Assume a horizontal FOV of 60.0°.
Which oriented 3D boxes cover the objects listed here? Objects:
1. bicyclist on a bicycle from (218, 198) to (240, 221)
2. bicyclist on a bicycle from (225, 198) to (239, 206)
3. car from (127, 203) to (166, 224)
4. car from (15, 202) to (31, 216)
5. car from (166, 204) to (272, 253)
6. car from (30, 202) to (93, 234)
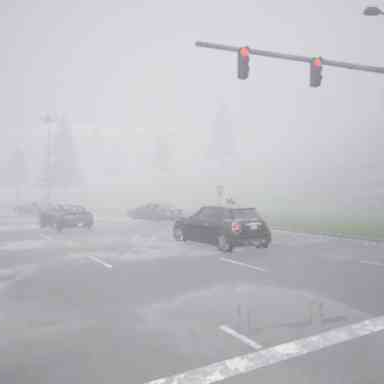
[{"bbox_3d":[2.727,1.267,24.578,1.656,1.620,0.582,0,0,-38],"label":"bicyclist on a bicycle"},{"bbox_3d":[3.000,1.267,24.226,1.656,1.620,0.582,0,0,-38],"label":"bicyclist on a bicycle"},{"bbox_3d":[-2.794,1.512,24.883,2.033,1.411,5.357,0,0,-42],"label":"car"},{"bbox_3d":[-14.410,1.559,30.771,4.718,1.301,1.895,0,0,35],"label":"car"},{"bbox_3d":[1.083,1.331,13.976,2.097,1.767,4.553,0,0,-34],"label":"car"},{"bbox_3d":[-7.450,1.465,19.382,2.128,1.511,4.902,0,0,-40],"label":"car"}]
